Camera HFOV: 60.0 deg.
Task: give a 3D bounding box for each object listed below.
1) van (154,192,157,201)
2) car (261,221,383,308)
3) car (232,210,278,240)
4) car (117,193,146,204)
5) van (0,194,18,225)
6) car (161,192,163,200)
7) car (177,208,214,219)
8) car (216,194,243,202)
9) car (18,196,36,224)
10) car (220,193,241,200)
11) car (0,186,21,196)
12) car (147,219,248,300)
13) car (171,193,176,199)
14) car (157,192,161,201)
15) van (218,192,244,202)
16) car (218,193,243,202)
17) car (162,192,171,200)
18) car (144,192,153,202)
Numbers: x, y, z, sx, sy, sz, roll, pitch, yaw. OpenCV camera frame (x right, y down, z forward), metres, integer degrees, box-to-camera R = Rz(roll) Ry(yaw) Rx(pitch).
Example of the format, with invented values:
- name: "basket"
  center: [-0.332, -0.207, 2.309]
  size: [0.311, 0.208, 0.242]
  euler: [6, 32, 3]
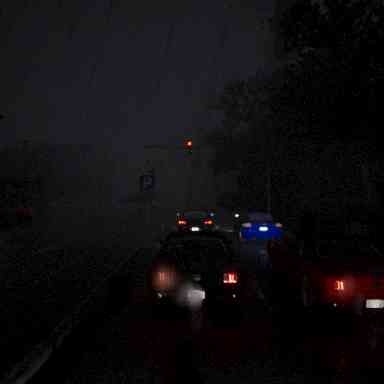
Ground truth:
- name: "van"
  center: [-10.238, 1.089, 70.340]
  size: [4.442, 1.987, 1.878]
  euler: [-1, 0, -14]
- name: "car"
  center: [3.120, 1.611, 7.859]
  size: [1.895, 1.301, 4.718]
  euler: [0, 0, 0]
- name: "car"
  center: [3.164, 1.587, 16.607]
  size: [1.994, 1.385, 4.181]
  euler: [0, 0, 1]
- name: "car"
  center: [-11.442, 1.355, 61.356]
  size: [4.792, 1.488, 2.163]
  euler: [-1, 0, -15]
- name: "van"
  center: [-13.602, 1.295, 20.572]
  size: [4.442, 1.987, 1.878]
  euler: [-1, 0, -19]
- name: "car"
  center: [-9.637, 1.355, 76.306]
  size: [4.674, 1.452, 2.002]
  euler: [-1, 0, -13]
- name: "car"
  center: [0.172, 1.551, 17.452]
  size: [1.812, 1.442, 4.674]
  euler: [0, 0, 1]
- name: "car"
  center: [8.188, 1.254, 72.764]
  size: [5.366, 1.575, 1.946]
  euler: [1, 0, -13]
- name: "car"
  center: [-13.626, 1.402, 23.549]
  size: [4.553, 1.767, 2.185]
  euler: [-1, 0, -19]
- name: "car"
  center: [9.461, 1.125, 81.619]
  size: [4.553, 1.767, 2.185]
  euler: [1, 0, -12]
- name: "car"
  center: [-28.163, 0.134, 52.225]
  size: [2.002, 1.452, 4.674]
  euler: [6, -3, -19]
- name: "car"
  center: [0.110, 1.612, 8.350]
  size: [1.895, 1.301, 4.718]
  euler: [0, 0, 0]
- name: "car"
  center: [-7.999, 1.060, 88.296]
  size: [5.566, 2.045, 2.435]
  euler: [-1, 0, -12]
- name: "car"
  center: [-10.009, 1.318, 73.311]
  size: [4.892, 1.521, 2.231]
  euler: [-1, 0, -14]
- name: "van"
  center: [7.286, 1.039, 63.949]
  size: [4.442, 1.987, 1.878]
  euler: [1, 0, -14]
- name: "car"
  center: [7.670, 1.138, 66.919]
  size: [4.553, 1.767, 2.185]
  euler: [1, 0, -14]
- name: "car"
  center: [-8.449, 1.353, 85.290]
  size: [4.674, 1.452, 2.002]
  euler: [-1, 0, -12]
- name: "car"
  center: [-10.797, 1.312, 64.348]
  size: [5.366, 1.575, 1.946]
  euler: [-1, 0, -15]
